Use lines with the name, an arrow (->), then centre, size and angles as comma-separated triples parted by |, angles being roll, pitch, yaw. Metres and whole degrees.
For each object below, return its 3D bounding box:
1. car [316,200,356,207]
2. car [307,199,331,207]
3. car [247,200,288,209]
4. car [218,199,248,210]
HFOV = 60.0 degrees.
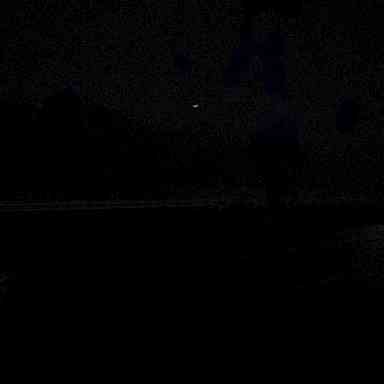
car -> 14.080, 1.653, 31.221 | 4.718, 1.301, 1.895 | 0, 0, -35
car -> 14.231, 1.547, 35.617 | 4.902, 1.511, 2.128 | 0, 0, -35
car -> 8.417, 1.614, 35.779 | 4.181, 1.385, 1.994 | 0, 0, -35
car -> 5.113, 1.539, 37.724 | 4.902, 1.511, 2.128 | 0, 0, -35
